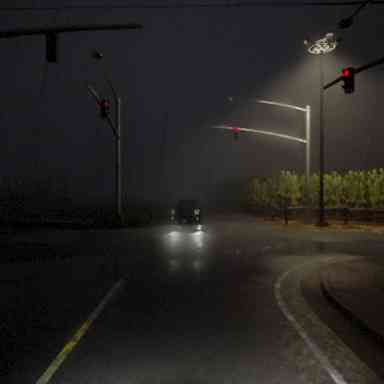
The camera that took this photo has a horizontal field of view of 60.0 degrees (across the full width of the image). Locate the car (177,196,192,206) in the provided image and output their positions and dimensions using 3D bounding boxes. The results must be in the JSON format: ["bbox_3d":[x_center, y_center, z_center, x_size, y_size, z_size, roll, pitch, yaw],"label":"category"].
[{"bbox_3d":[-1.148,1.300,48.764,1.994,1.385,4.181,0,0,-3],"label":"car"}]

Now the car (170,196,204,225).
[{"bbox_3d":[-0.274,1.265,23.486,2.097,1.767,4.553,0,0,5],"label":"car"}]
